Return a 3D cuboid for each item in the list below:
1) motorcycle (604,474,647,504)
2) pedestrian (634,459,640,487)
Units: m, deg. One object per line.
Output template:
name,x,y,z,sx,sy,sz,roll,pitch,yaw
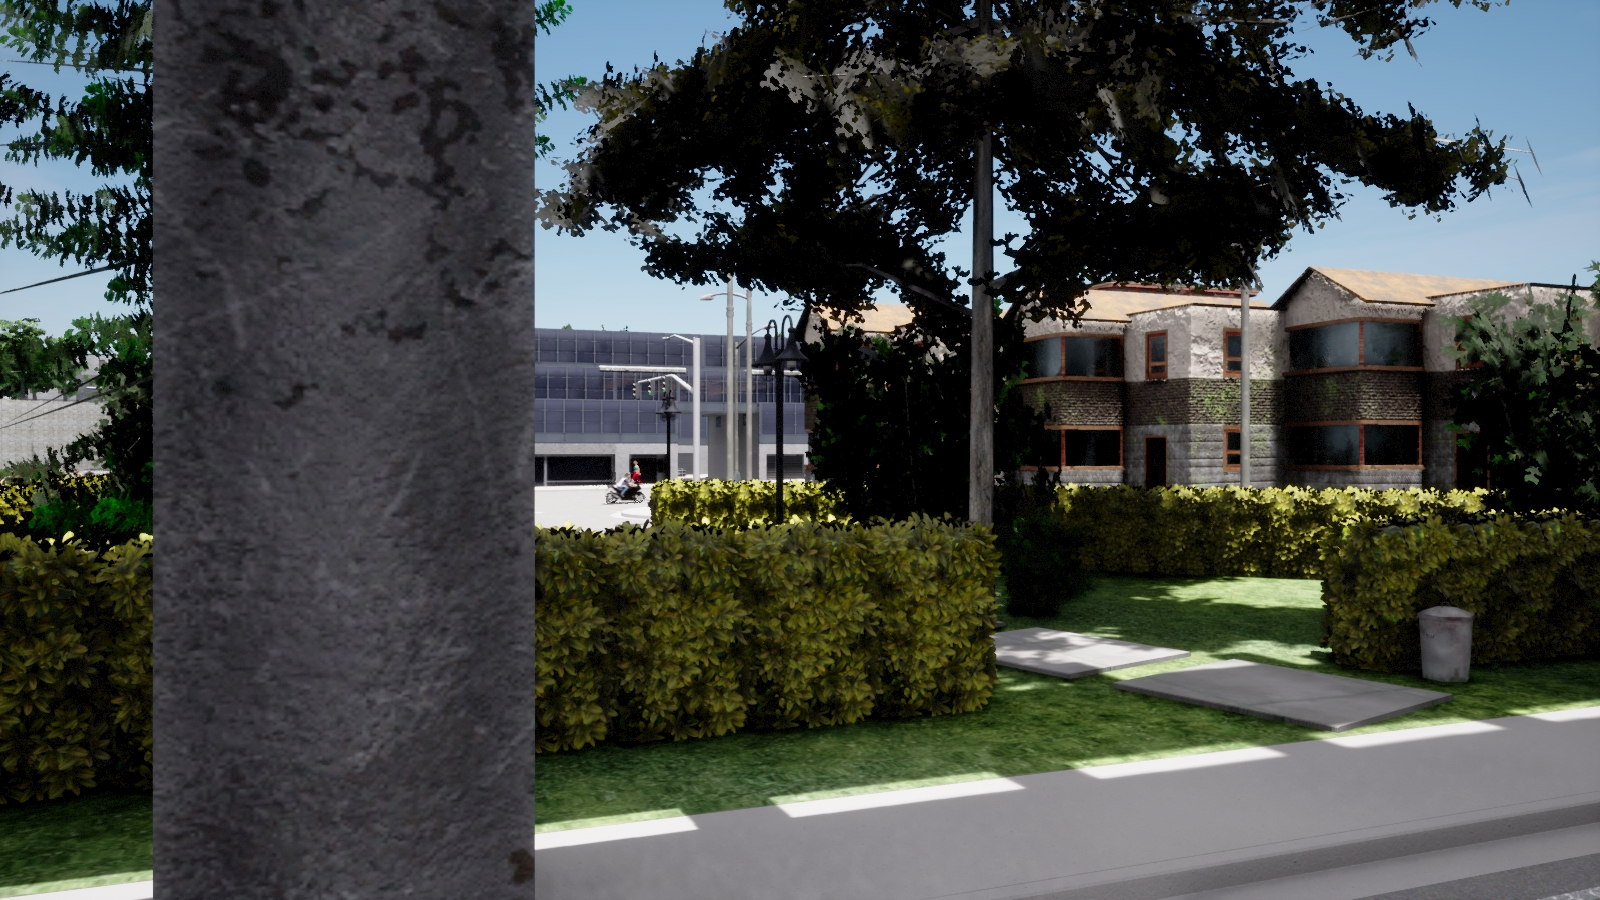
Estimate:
motorcycle,-8.787,1.956,57.596,2.033,1.505,0.803,0,0,-21
pedestrian,-11.133,1.562,78.043,0.375,1.860,0.375,0,0,-23
